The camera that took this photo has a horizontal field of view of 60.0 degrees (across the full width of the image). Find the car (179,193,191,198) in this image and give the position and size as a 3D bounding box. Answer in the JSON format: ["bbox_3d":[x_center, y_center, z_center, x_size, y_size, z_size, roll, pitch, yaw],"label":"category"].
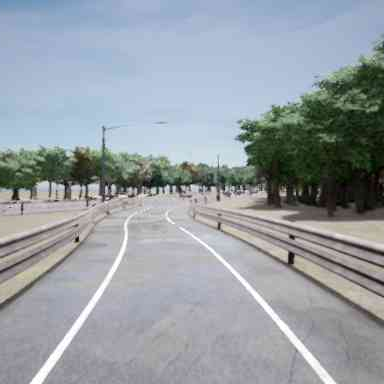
[{"bbox_3d":[-1.444,0.960,83.949,1.882,1.535,5.008,0,1,30],"label":"car"}]
